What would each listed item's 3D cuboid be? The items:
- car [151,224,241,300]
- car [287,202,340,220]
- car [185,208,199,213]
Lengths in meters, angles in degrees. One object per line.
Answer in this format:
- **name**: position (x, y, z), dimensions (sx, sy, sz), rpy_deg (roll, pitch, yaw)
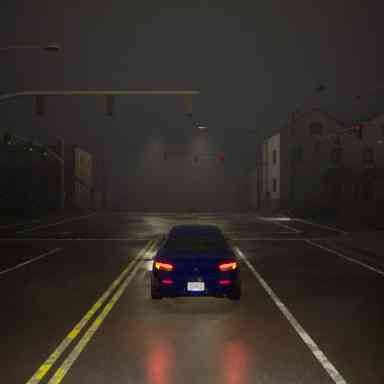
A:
- **car**: position (0.087, 1.526, 8.263), dimensions (1.812, 1.442, 4.674), rpy_deg (0, 0, 0)
- **car**: position (10.145, 1.565, 27.885), dimensions (4.181, 1.385, 1.994), rpy_deg (0, 0, -2)
- **car**: position (0.061, 2.958, 46.129), dimensions (1.812, 1.442, 4.674), rpy_deg (0, -9, 0)
